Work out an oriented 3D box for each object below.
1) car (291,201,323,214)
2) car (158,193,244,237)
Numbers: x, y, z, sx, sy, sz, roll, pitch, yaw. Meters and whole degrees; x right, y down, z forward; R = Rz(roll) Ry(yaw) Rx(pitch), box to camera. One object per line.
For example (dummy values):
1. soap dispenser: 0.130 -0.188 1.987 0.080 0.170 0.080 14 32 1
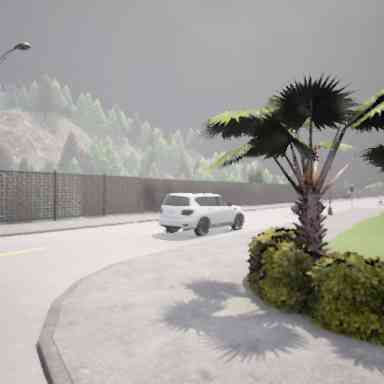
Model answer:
1. car: 11.169 1.468 32.038 1.895 1.301 4.718 1 1 36
2. car: 0.654 1.087 17.529 2.150 2.045 5.566 1 1 38
